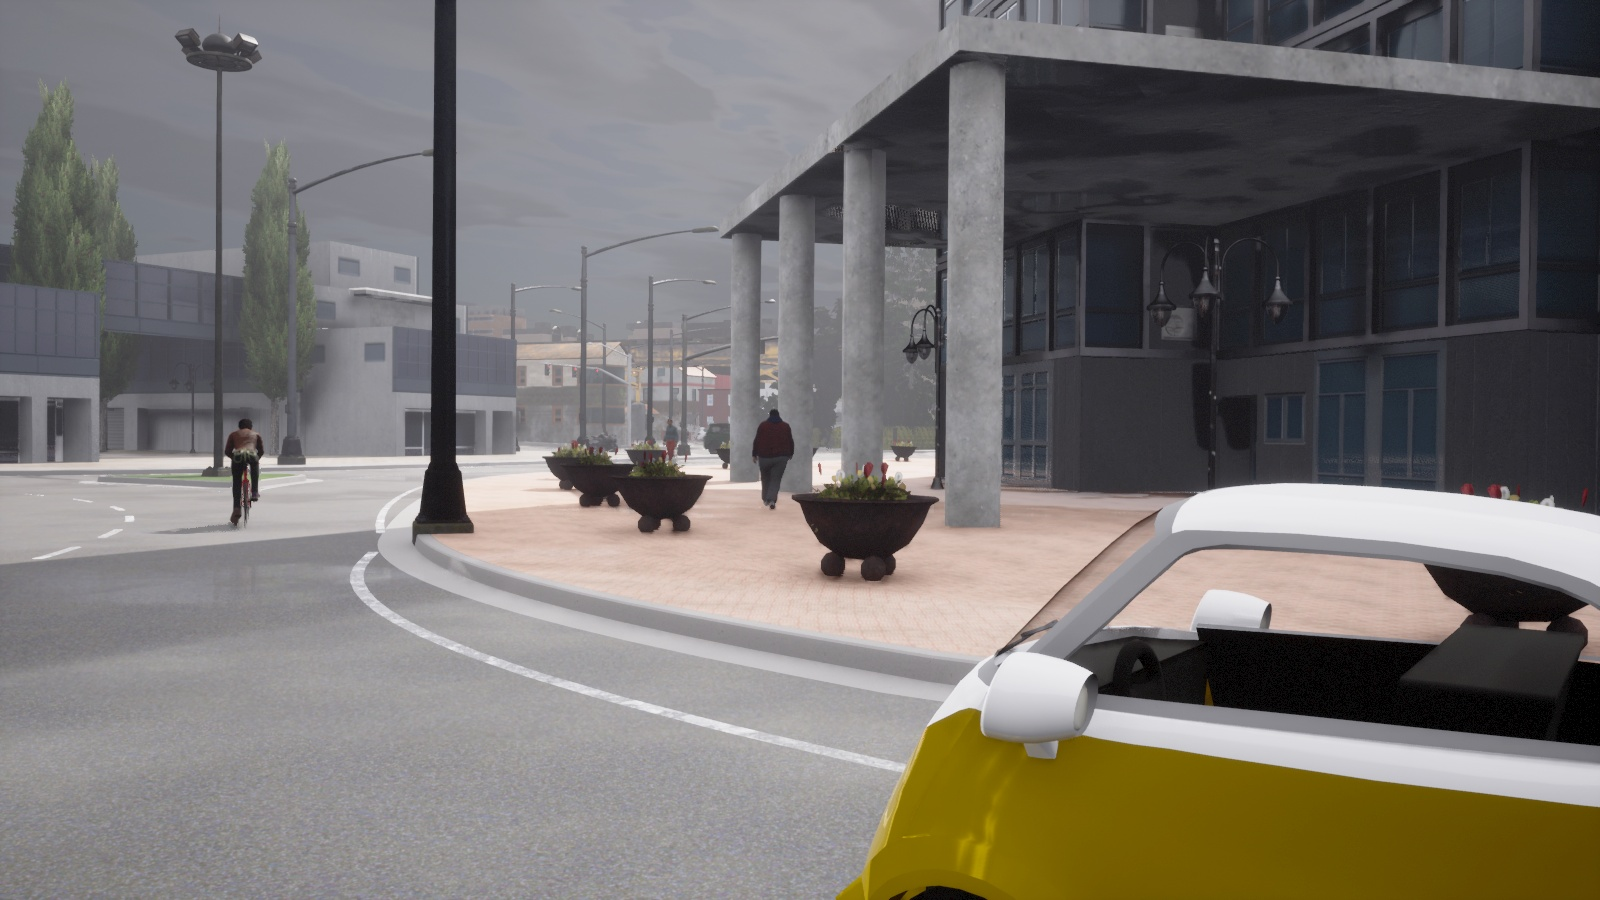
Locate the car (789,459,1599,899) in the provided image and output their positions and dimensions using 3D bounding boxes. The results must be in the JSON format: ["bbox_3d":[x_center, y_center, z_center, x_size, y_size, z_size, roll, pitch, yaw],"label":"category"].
[{"bbox_3d":[1.306,0.736,2.802,2.207,1.376,1.481,0,1,35],"label":"car"}]

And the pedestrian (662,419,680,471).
[{"bbox_3d":[-4.585,-0.174,44.805,0.353,1.847,0.614,0,1,25],"label":"pedestrian"}]

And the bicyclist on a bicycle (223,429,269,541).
[{"bbox_3d":[-8.389,0.500,19.032,0.582,1.620,1.656,-1,1,-23],"label":"bicyclist on a bicycle"}]

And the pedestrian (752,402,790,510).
[{"bbox_3d":[-0.506,0.101,21.903,0.634,1.844,0.899,-1,1,0],"label":"pedestrian"}]

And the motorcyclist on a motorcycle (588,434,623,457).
[{"bbox_3d":[-12.899,-0.286,83.423,2.191,1.530,0.866,0,1,25],"label":"motorcyclist on a motorcycle"}]

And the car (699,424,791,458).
[{"bbox_3d":[-3.453,-0.586,78.208,5.566,2.045,2.150,0,1,37],"label":"car"}]
